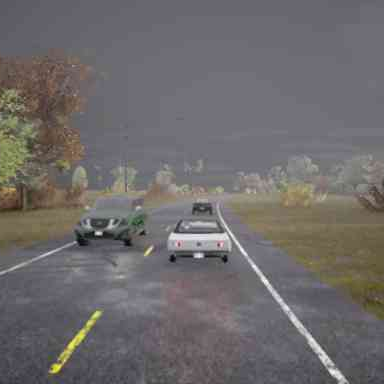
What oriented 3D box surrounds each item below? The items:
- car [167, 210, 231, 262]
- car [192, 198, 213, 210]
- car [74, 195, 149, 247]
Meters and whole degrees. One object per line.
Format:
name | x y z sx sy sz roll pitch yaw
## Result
car | 0.245 1.553 11.919 1.895 1.301 4.718 0 0 1
car | 1.074 1.339 33.470 1.882 1.535 5.008 0 0 3
car | -3.343 1.162 15.000 2.150 2.045 5.566 0 0 2
